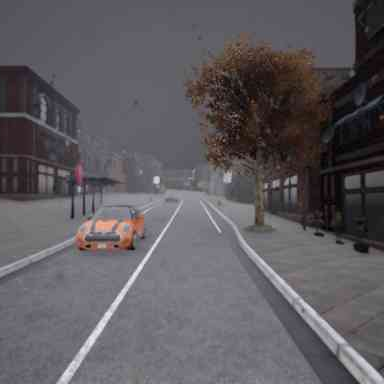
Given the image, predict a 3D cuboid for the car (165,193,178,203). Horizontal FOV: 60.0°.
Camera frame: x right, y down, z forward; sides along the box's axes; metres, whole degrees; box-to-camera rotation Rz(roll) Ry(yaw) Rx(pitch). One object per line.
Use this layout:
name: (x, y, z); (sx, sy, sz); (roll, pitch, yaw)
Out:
car: (-3.477, 0.893, 56.879); (2.097, 1.767, 4.553); (0, 1, 0)

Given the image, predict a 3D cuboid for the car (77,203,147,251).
car: (-3.201, 1.333, 14.035); (2.097, 1.767, 4.553); (0, 0, 0)
